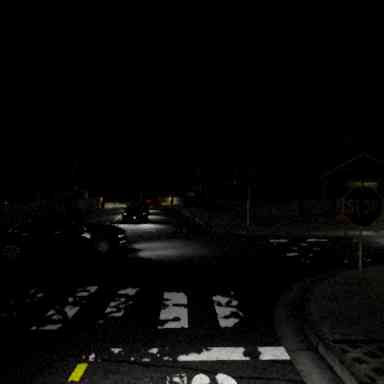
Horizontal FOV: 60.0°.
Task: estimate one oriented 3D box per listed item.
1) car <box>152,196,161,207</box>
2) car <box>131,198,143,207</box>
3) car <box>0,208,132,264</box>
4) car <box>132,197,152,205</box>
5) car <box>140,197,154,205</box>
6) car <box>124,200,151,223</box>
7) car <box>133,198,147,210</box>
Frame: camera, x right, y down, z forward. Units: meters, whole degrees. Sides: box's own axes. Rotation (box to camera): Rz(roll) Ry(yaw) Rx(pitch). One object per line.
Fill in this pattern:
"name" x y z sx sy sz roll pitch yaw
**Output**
"car" -6.570 1.553 56.807 2.097 1.767 4.553 0 0 -14
"car" -9.549 1.725 57.232 1.837 1.490 4.892 0 -1 -13
"car" -4.904 1.594 12.234 4.892 1.490 1.837 -2 1 -16
"car" -5.527 1.562 35.401 1.882 1.535 5.008 0 0 -8
"car" -9.024 1.801 66.625 2.128 1.511 4.902 0 -1 -16
"car" -4.381 1.577 26.205 1.812 1.442 4.674 0 0 -6
"car" -7.143 1.631 45.274 1.837 1.490 4.892 0 0 -11
